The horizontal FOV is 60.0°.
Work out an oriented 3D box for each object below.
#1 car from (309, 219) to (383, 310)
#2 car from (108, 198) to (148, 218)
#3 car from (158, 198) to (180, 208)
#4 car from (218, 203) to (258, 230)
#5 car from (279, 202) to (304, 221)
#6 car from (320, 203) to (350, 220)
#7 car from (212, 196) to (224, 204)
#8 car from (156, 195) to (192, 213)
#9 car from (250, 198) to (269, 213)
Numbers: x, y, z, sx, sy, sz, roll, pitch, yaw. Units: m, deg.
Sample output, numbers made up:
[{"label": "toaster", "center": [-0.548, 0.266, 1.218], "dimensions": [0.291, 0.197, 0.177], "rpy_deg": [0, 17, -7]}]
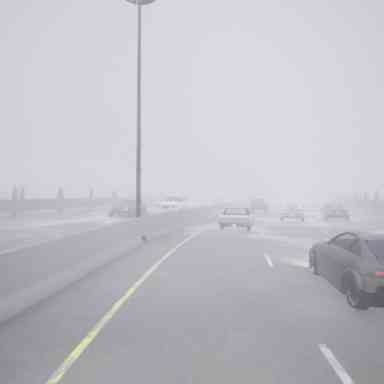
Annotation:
[{"label": "car", "center": [4.172, 1.586, 7.779], "dimensions": [1.994, 1.385, 4.181], "rpy_deg": [0, 0, 5]}, {"label": "car", "center": [-5.775, 1.384, 30.242], "dimensions": [2.097, 1.767, 4.553], "rpy_deg": [0, 0, 16]}, {"label": "car", "center": [-3.516, 1.642, 50.973], "dimensions": [1.812, 1.442, 4.674], "rpy_deg": [0, 0, 16]}, {"label": "car", "center": [2.960, 1.638, 21.362], "dimensions": [1.895, 1.301, 4.718], "rpy_deg": [0, 0, 14]}, {"label": "car", "center": [8.401, 1.602, 28.149], "dimensions": [1.812, 1.442, 4.674], "rpy_deg": [0, 0, 15]}, {"label": "car", "center": [12.064, 1.637, 28.316], "dimensions": [2.033, 1.411, 5.357], "rpy_deg": [0, 0, 16]}, {"label": "car", "center": [5.376, 1.683, 69.267], "dimensions": [1.837, 1.490, 4.892], "rpy_deg": [0, 0, 16]}, {"label": "car", "center": [-1.619, 1.274, 32.093], "dimensions": [2.150, 2.045, 5.566], "rpy_deg": [0, 0, 16]}, {"label": "car", "center": [7.947, 1.466, 39.438], "dimensions": [2.097, 1.767, 4.553], "rpy_deg": [0, 0, 16]}]
